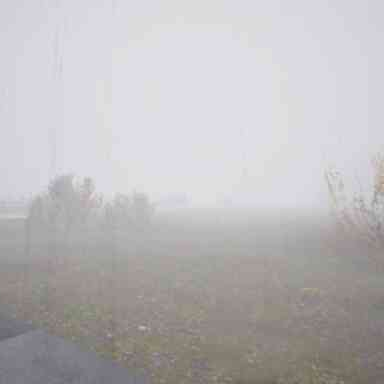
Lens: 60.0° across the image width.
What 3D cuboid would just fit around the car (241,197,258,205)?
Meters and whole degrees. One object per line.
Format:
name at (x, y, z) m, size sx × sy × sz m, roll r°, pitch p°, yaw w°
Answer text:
car at (11.178, 1.773, 64.478) m, size 1.812 × 1.442 × 4.674 m, roll 0°, pitch -1°, yaw 36°

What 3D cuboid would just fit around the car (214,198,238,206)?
car at (5.836, 1.693, 57.049) m, size 2.033 × 1.411 × 5.357 m, roll 0°, pitch -1°, yaw 36°

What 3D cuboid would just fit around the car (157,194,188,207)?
car at (-2.931, 1.268, 50.999) m, size 2.150 × 2.045 × 5.566 m, roll 0°, pitch -1°, yaw 36°
